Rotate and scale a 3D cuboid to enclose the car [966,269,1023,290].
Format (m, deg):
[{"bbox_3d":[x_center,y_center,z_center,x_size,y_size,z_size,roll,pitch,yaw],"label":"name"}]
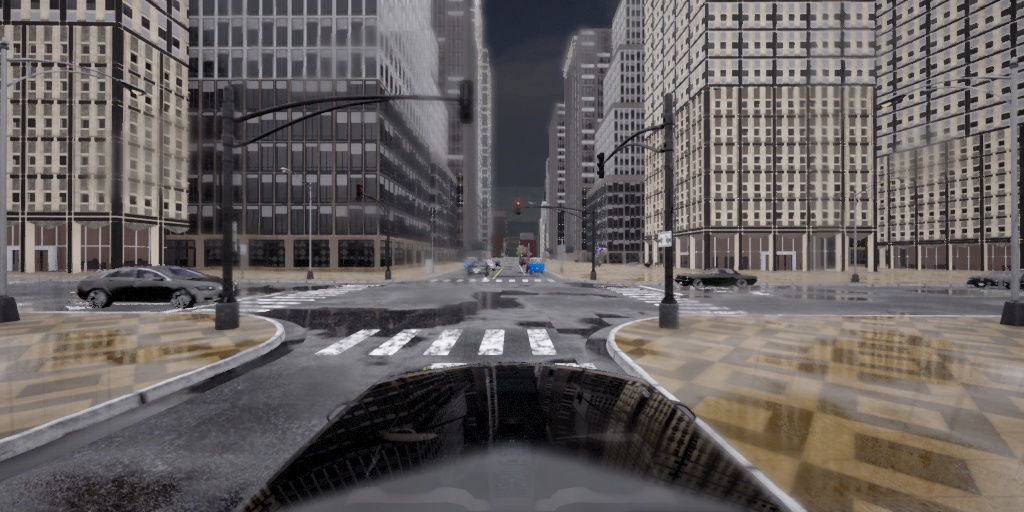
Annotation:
[{"bbox_3d":[34.562,1.564,24.442,5.357,1.411,2.033,0,0,-1],"label":"car"}]

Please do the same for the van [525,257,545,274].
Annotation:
[{"bbox_3d":[2.686,1.090,39.821,1.690,1.789,3.998,0,0,0],"label":"van"}]

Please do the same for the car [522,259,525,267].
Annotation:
[{"bbox_3d":[2.618,1.295,45.359,1.888,1.381,4.507,0,0,0],"label":"car"}]

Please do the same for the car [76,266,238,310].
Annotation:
[{"bbox_3d":[-13.150,1.130,13.484,4.902,1.511,2.128,0,0,-1],"label":"car"}]

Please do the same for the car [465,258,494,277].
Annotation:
[{"bbox_3d":[-3.232,1.241,35.655,2.128,1.511,4.902,0,0,0],"label":"car"}]

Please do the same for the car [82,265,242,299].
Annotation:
[{"bbox_3d":[-16.048,1.178,16.674,5.357,1.411,2.033,0,0,-1],"label":"car"}]

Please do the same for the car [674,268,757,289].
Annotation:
[{"bbox_3d":[13.492,1.483,23.989,4.718,1.301,1.895,0,0,-1],"label":"car"}]

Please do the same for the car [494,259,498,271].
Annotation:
[{"bbox_3d":[-3.185,1.275,47.220,1.812,1.442,4.674,0,0,0],"label":"car"}]
